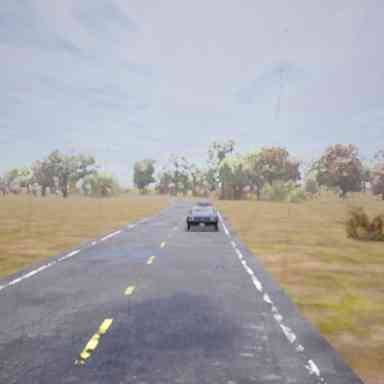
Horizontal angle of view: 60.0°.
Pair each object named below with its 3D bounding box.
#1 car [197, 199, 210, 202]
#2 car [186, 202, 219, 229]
[{"bbox_3d":[1.388,1.482,39.459,2.033,1.411,5.357,0,0,1],"label":"car"},{"bbox_3d":[0.685,1.566,21.183,1.895,1.301,4.718,0,0,3],"label":"car"}]
